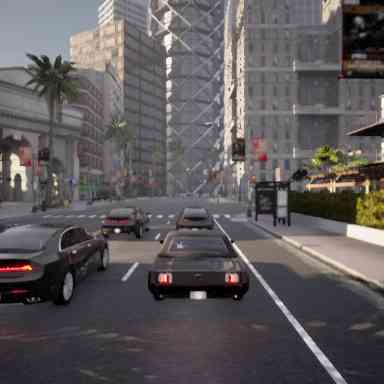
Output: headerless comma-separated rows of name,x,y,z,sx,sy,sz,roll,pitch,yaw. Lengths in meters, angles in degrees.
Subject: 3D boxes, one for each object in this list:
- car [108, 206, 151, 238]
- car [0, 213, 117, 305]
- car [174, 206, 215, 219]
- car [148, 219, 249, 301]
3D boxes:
car,-3.362,1.494,17.433,1.837,1.490,4.892,0,0,0
car,-3.370,1.500,8.027,1.837,1.490,4.892,0,0,0
car,0.137,1.494,17.548,1.837,1.490,4.892,0,0,0
car,0.122,1.596,8.285,1.895,1.301,4.718,0,0,0
